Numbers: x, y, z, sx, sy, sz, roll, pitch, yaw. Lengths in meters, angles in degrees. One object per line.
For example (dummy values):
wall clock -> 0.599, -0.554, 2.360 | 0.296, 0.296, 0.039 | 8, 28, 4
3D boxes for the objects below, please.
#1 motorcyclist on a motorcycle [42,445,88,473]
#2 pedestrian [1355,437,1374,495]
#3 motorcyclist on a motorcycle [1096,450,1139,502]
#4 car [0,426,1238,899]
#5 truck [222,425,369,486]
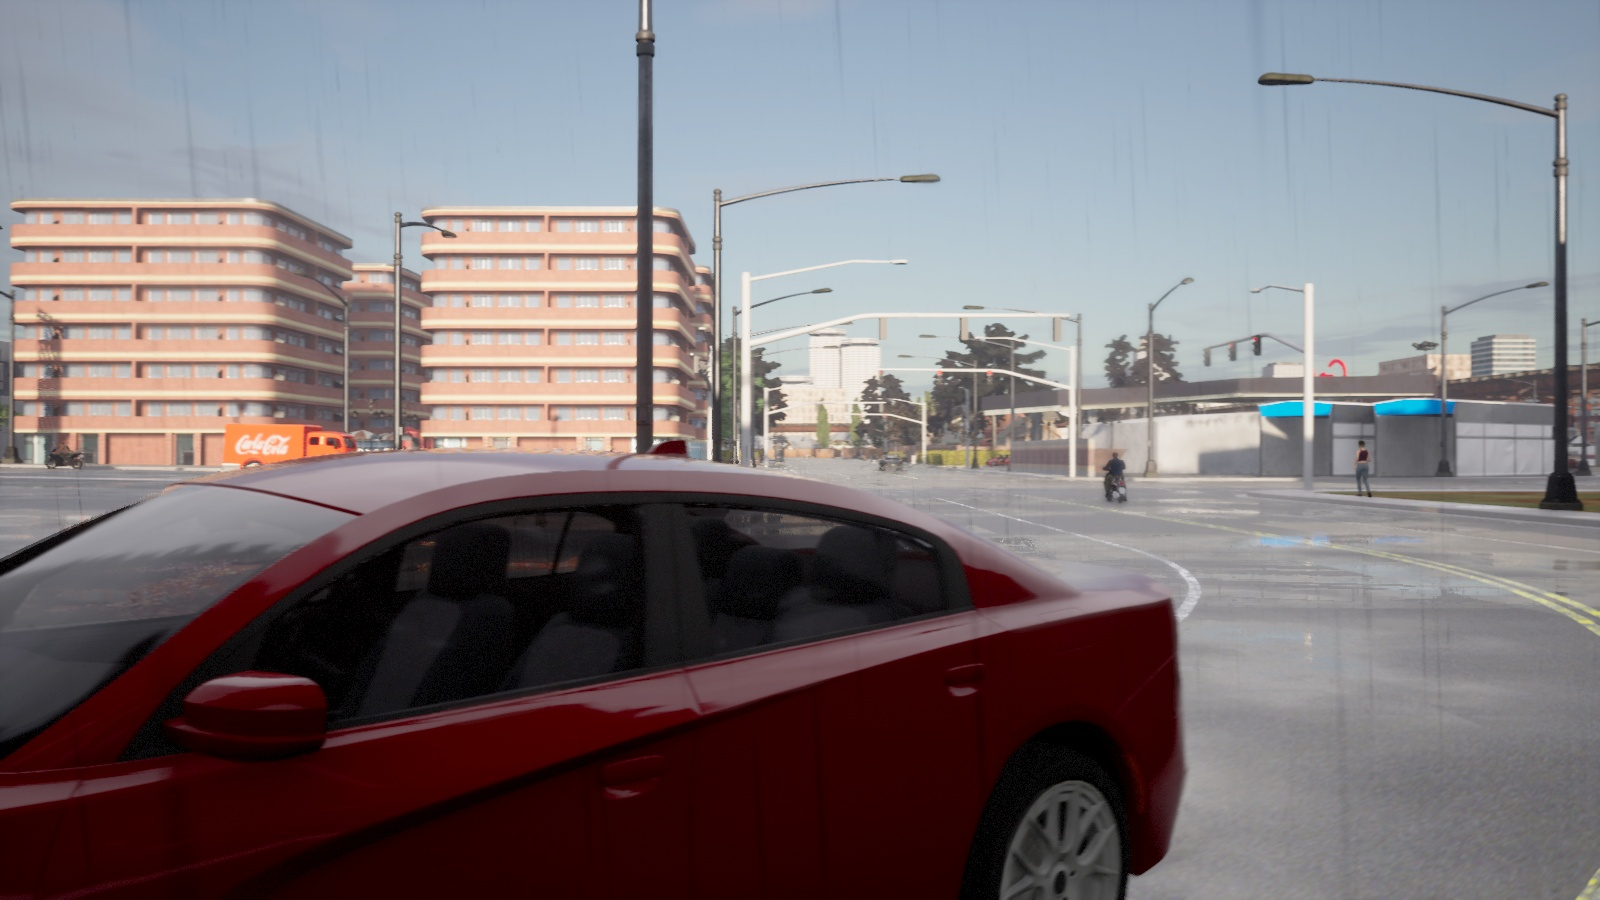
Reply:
motorcyclist on a motorcycle -> -39.802, 0.486, 68.022 | 2.044, 1.523, 0.797 | 1, 0, 0
pedestrian -> 18.002, 0.495, 40.044 | 0.345, 1.836, 0.594 | 0, 0, 0
motorcyclist on a motorcycle -> 10.006, 0.812, 39.652 | 0.866, 1.590, 1.817 | 0, 0, -1
car -> -1.095, 0.737, 2.959 | 5.008, 1.535, 1.882 | 0, 0, -43
truck -> -21.642, 0.233, 54.064 | 5.204, 2.467, 2.627 | 1, 0, 0
